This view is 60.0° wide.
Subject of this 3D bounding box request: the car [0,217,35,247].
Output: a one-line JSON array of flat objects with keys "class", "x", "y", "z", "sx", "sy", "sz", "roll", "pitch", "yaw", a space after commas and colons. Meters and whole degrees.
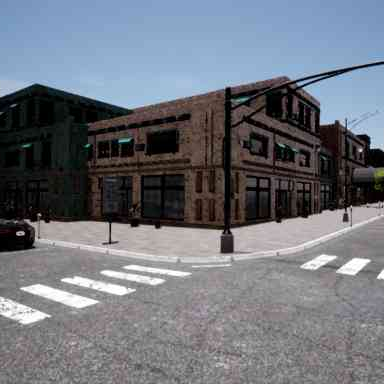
[{"class": "car", "x": -8.853, "y": 1.800, "z": 15.259, "sx": 4.313, "sy": 1.339, "sz": 1.947, "roll": -1, "pitch": -1, "yaw": 38}]
